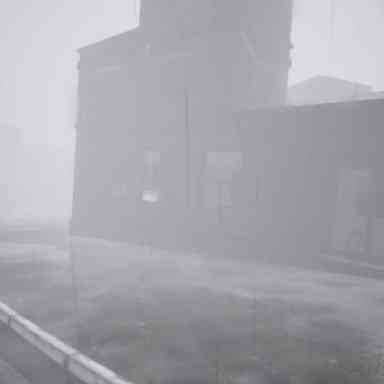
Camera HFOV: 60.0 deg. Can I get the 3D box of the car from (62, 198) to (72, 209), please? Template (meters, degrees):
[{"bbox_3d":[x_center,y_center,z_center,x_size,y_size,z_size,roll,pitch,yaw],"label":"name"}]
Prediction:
[{"bbox_3d":[-20.106,2.047,57.965,2.150,2.045,5.566,5,-1,18],"label":"car"}]
